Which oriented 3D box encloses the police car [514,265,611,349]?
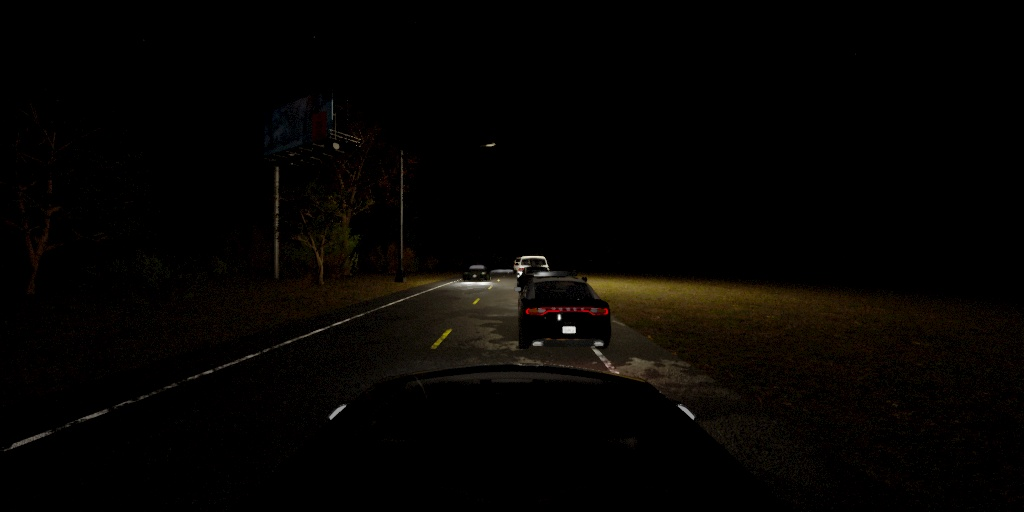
[{"bbox_3d":[1.099,1.184,9.297,1.930,1.638,5.238,0,0,1],"label":"police car"}]

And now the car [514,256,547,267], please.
[{"bbox_3d":[1.445,1.044,25.161,2.150,2.045,5.566,0,0,2],"label":"car"}]

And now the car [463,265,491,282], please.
[{"bbox_3d":[-2.891,1.417,30.387,1.994,1.385,4.181,0,0,2],"label":"car"}]

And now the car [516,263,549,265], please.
[{"bbox_3d":[1.276,1.296,19.152,1.837,1.490,4.892,0,0,1],"label":"car"}]

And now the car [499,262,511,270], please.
[{"bbox_3d":[-1.085,1.719,61.764,1.895,1.301,4.718,0,-1,4],"label":"car"}]
